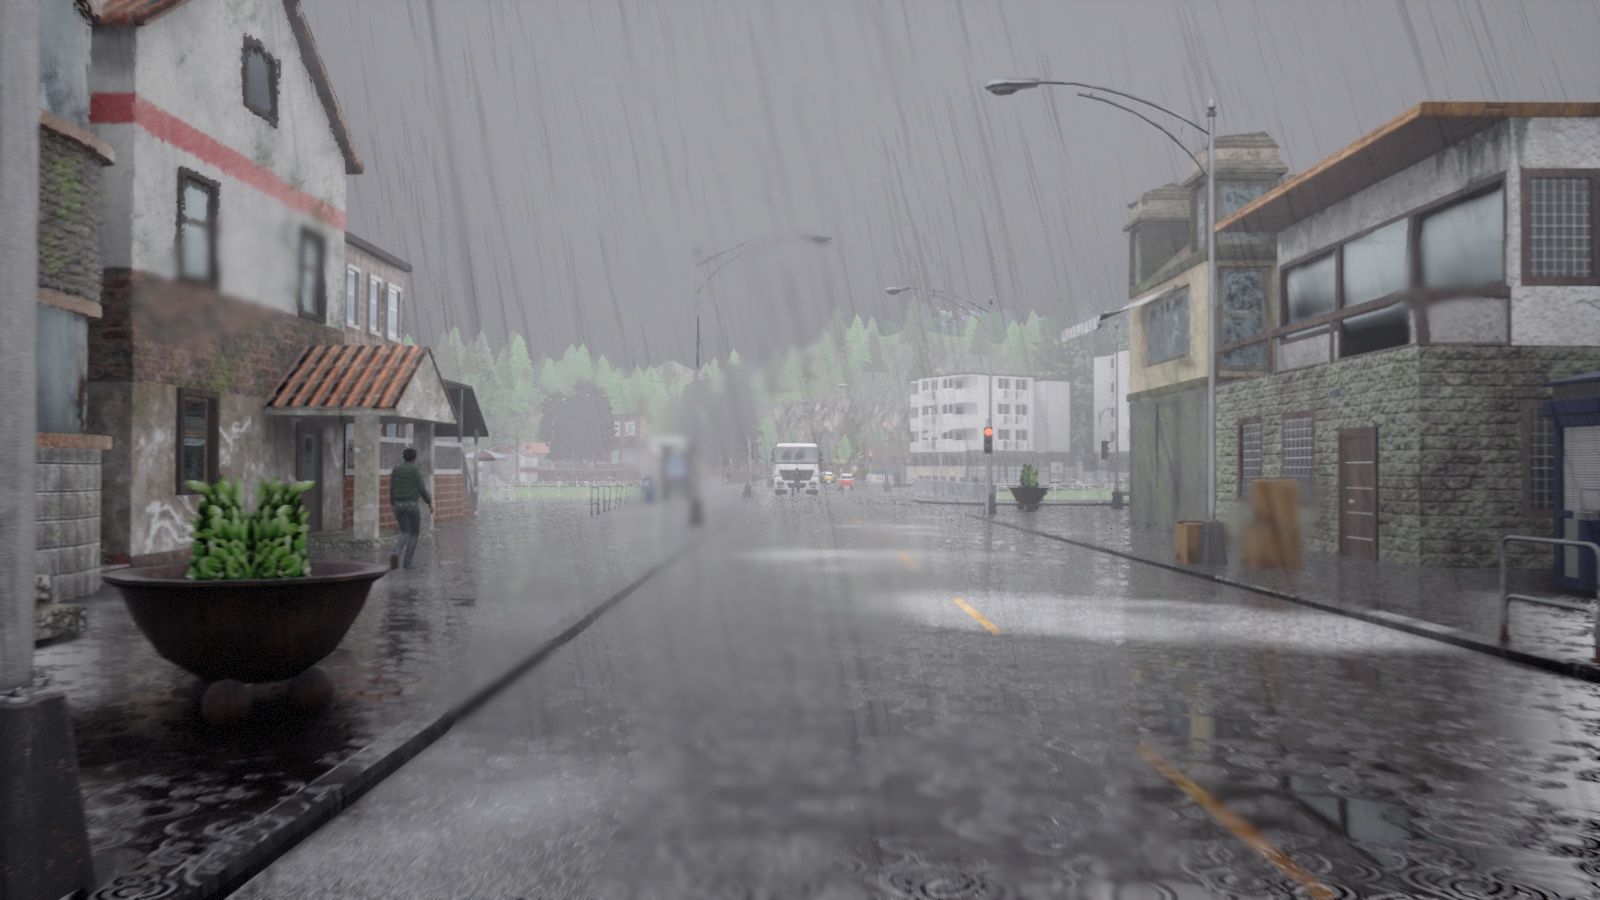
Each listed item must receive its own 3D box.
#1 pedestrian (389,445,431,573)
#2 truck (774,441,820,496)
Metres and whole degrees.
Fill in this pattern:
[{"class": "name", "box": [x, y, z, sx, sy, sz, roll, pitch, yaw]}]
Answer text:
[{"class": "pedestrian", "box": [-5.704, 0.855, 18.374, 0.353, 1.847, 0.614, 0, -1, 8]}, {"class": "truck", "box": [-0.210, 1.244, 84.267, 2.891, 3.462, 7.936, 0, -1, 0]}]
